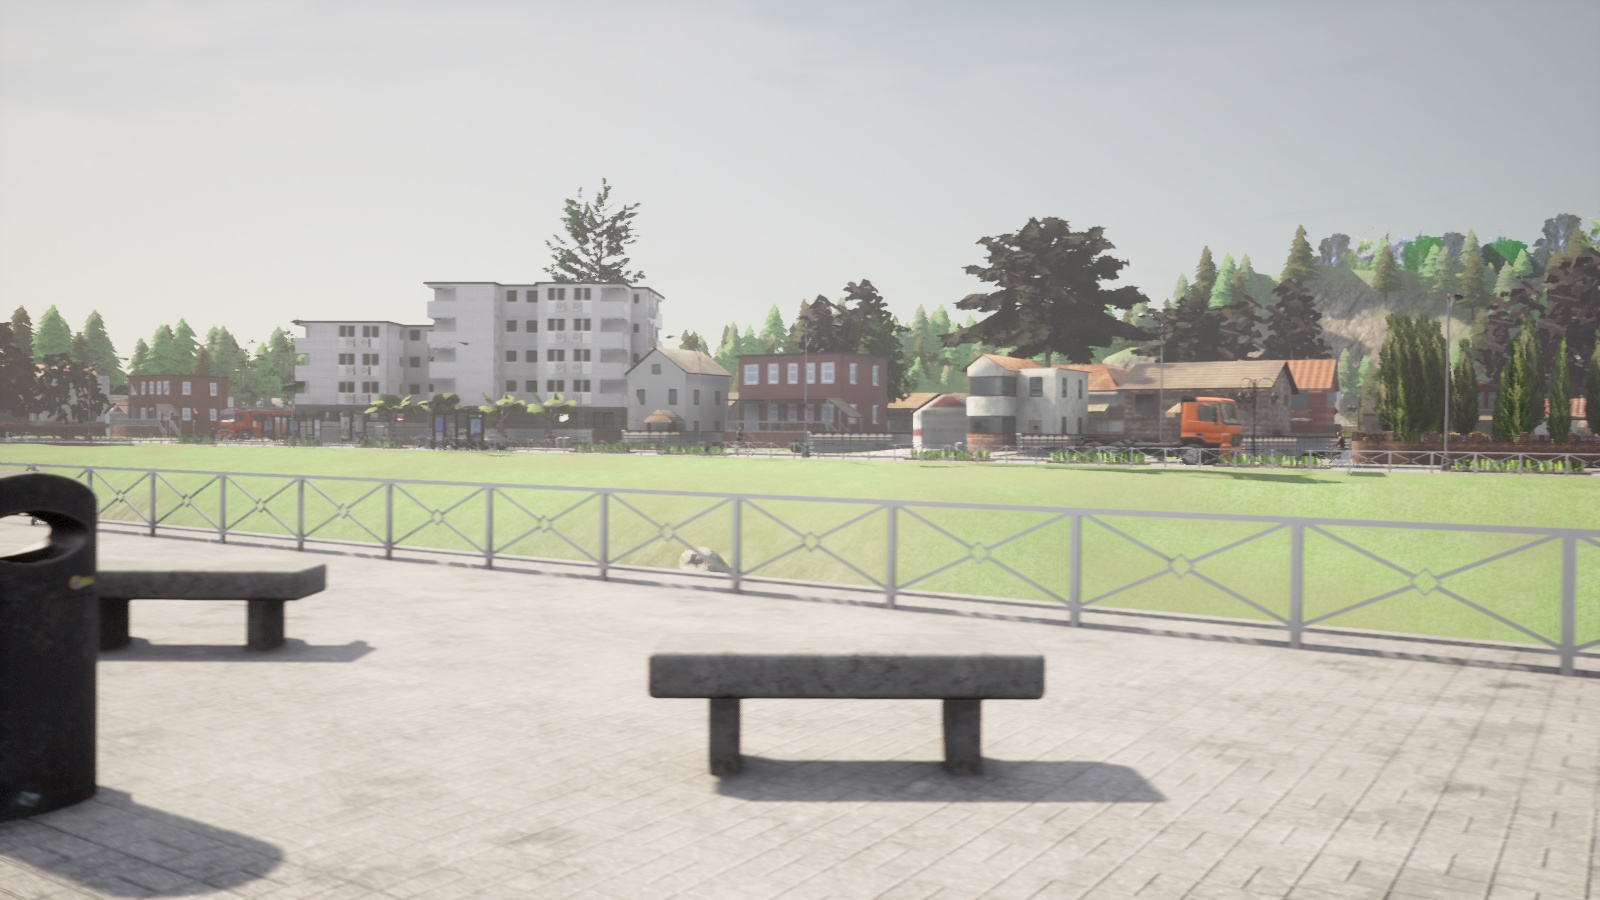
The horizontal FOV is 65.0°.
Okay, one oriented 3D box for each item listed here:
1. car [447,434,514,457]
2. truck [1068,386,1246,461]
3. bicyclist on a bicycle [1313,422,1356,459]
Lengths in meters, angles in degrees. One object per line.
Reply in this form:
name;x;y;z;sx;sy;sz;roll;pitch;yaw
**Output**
car;-22.505;-0.325;88.436;4.514;1.525;2.007;0;1;34
truck;17.508;-1.253;61.822;7.936;3.462;2.891;0;1;34
bicyclist on a bicycle;25.976;-0.466;61.011;1.843;1.776;0.659;0;1;34
